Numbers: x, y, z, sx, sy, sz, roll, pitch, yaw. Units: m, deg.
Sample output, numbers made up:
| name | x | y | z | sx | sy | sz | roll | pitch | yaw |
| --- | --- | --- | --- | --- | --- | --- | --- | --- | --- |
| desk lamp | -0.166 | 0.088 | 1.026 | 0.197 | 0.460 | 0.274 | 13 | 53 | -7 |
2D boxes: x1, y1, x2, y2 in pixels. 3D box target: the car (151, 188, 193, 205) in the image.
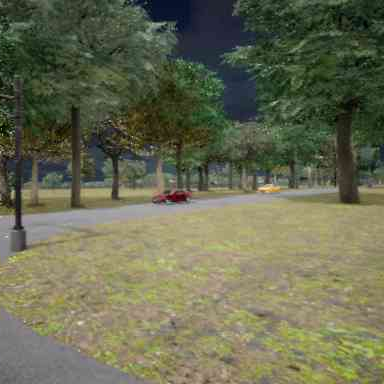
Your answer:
| name | x | y | z | sx | sy | sz | roll | pitch | yaw |
| --- | --- | --- | --- | --- | --- | --- | --- | --- | --- |
| car | -1.980 | 0.430 | 33.210 | 1.882 | 1.535 | 5.008 | -1 | 2 | 38 |

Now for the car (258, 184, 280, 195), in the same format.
| name | x | y | z | sx | sy | sz | roll | pitch | yaw |
| --- | --- | --- | --- | --- | --- | --- | --- | --- | --- |
| car | 11.877 | -0.425 | 51.100 | 1.882 | 1.535 | 5.008 | -1 | 1 | 38 |
